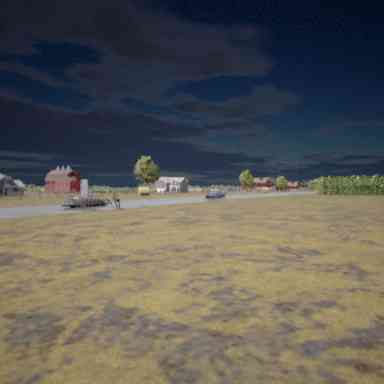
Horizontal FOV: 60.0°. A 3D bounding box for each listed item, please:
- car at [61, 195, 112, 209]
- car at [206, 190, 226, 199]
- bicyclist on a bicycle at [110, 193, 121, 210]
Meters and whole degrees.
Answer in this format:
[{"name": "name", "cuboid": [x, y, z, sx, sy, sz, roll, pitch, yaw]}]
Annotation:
[{"name": "car", "cuboid": [-10.961, 1.001, 35.001, 2.033, 1.411, 5.357, 1, 2, 35]}, {"name": "car", "cuboid": [4.137, 0.430, 56.389, 1.994, 1.385, 4.181, 2, 2, 36]}, {"name": "bicyclist on a bicycle", "cuboid": [-7.604, 0.966, 33.003, 1.656, 1.620, 0.582, 0, 1, 35]}]
